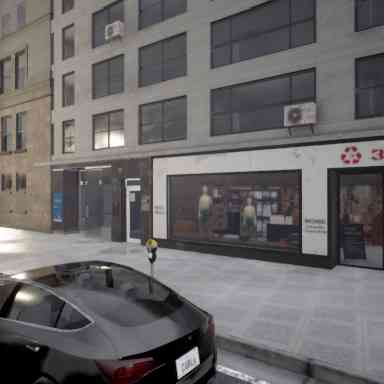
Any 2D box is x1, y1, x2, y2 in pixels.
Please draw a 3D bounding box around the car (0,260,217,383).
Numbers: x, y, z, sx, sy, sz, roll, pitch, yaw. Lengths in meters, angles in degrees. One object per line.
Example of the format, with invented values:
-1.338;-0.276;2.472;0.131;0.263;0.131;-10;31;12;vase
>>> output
-1.725;1.566;4.200;4.313;1.339;1.947;0;0;36;car
